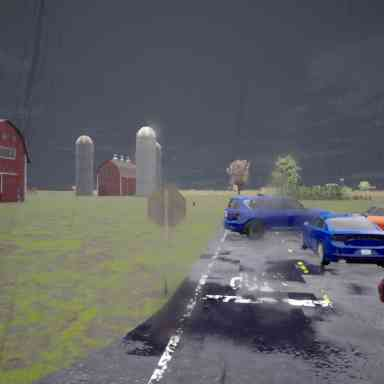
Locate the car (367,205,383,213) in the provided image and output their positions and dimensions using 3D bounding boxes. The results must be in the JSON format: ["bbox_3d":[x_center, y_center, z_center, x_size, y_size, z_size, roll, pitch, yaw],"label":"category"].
[{"bbox_3d":[9.068,1.371,15.721,2.097,1.767,4.553,0,0,-44],"label":"car"}]

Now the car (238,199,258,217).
[{"bbox_3d":[5.557,1.503,32.976,1.837,1.490,4.892,0,0,9],"label":"car"}]

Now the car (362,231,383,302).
[{"bbox_3d":[4.649,1.529,4.313,1.812,1.442,4.674,0,0,-10],"label":"car"}]

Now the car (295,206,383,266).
[{"bbox_3d":[5.065,1.481,11.502,1.882,1.535,5.008,0,0,8],"label":"car"}]

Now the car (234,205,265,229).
[{"bbox_3d":[3.880,1.601,22.673,1.895,1.301,4.718,0,0,9],"label":"car"}]

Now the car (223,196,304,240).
[{"bbox_3d":[4.331,1.219,16.576,5.566,2.045,2.150,0,0,-7],"label":"car"}]
